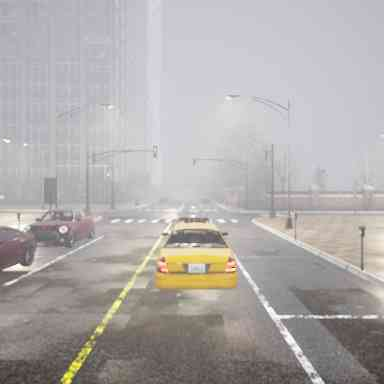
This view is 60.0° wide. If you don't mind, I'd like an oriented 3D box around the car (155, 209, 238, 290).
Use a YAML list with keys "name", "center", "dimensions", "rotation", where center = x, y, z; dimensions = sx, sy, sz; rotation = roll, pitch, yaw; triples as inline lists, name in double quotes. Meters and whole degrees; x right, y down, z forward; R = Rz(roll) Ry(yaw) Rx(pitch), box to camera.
- name: "car"
  center: [0.088, 1.469, 9.086]
  dimensions: [1.801, 1.575, 5.366]
  rotation: [0, 0, 0]

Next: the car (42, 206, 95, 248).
- name: "car"
  center: [-5.708, 1.457, 14.576]
  dimensions: [1.967, 1.590, 4.097]
  rotation: [0, 0, 0]

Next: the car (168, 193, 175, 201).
- name: "car"
  center: [-5.936, 1.462, 85.782]
  dimensions: [1.967, 1.590, 4.097]
  rotation: [0, 0, 0]

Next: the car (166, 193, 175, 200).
- name: "car"
  center: [-5.941, 1.328, 91.341]
  dimensions: [2.192, 1.841, 5.009]
  rotation: [0, 0, 0]

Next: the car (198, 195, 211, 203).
- name: "car"
  center: [2.676, 1.595, 63.610]
  dimensions: [1.947, 1.339, 4.313]
  rotation: [0, 0, 0]

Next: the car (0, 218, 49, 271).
- name: "car"
  center: [-5.701, 1.594, 8.883]
  dimensions: [1.802, 1.307, 4.206]
  rotation: [0, 0, 0]

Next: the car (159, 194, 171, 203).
- name: "car"
  center: [-5.917, 1.596, 69.098]
  dimensions: [1.947, 1.339, 4.313]
  rotation: [0, 0, 0]

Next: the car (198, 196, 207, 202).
- name: "car"
  center: [2.596, 1.577, 80.285]
  dimensions: [2.008, 1.369, 4.403]
  rotation: [0, 0, 0]

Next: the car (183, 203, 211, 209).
- name: "car"
  center: [0.093, 1.566, 19.348]
  dimensions: [2.033, 1.411, 5.357]
  rotation: [0, 0, 0]

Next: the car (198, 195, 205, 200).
- name: "car"
  center: [2.583, 1.558, 91.406]
  dimensions: [1.887, 1.381, 4.507]
  rotation: [0, 0, 0]
